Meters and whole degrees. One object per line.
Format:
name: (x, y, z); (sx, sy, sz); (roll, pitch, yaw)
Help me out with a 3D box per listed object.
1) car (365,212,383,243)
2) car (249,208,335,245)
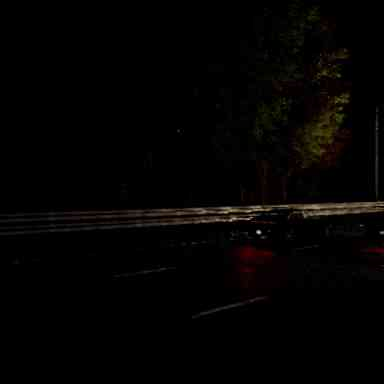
car: (9.826, 1.518, 15.063); (5.008, 1.535, 1.882); (0, 0, -36)
car: (4.862, 1.524, 15.821); (4.902, 1.511, 2.128); (0, 0, -36)
